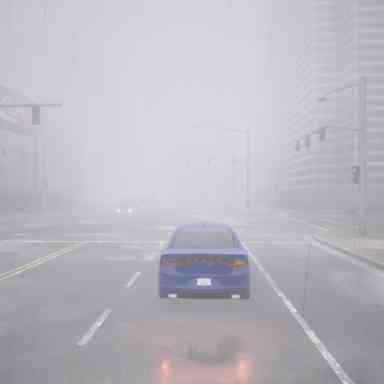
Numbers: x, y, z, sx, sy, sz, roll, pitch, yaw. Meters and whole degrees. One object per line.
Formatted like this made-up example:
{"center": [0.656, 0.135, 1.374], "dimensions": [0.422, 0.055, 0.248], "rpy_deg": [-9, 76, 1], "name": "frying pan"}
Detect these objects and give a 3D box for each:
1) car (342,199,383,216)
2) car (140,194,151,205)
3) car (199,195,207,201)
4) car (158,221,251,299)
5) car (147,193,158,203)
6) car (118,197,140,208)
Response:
{"center": [17.242, 1.505, 32.398], "dimensions": [4.892, 1.490, 1.837], "rpy_deg": [0, 0, 2], "name": "car"}
{"center": [-8.742, 1.526, 57.318], "dimensions": [1.812, 1.442, 4.674], "rpy_deg": [0, 0, 2], "name": "car"}
{"center": [2.801, 1.524, 86.272], "dimensions": [1.812, 1.442, 4.674], "rpy_deg": [0, 0, 2], "name": "car"}
{"center": [0.313, 1.478, 8.497], "dimensions": [1.882, 1.535, 5.008], "rpy_deg": [0, 0, 2], "name": "car"}
{"center": [-8.330, 1.221, 67.585], "dimensions": [2.150, 2.045, 5.566], "rpy_deg": [0, 0, 2], "name": "car"}
{"center": [-9.080, 1.505, 47.270], "dimensions": [1.837, 1.490, 4.892], "rpy_deg": [0, 0, 2], "name": "car"}
